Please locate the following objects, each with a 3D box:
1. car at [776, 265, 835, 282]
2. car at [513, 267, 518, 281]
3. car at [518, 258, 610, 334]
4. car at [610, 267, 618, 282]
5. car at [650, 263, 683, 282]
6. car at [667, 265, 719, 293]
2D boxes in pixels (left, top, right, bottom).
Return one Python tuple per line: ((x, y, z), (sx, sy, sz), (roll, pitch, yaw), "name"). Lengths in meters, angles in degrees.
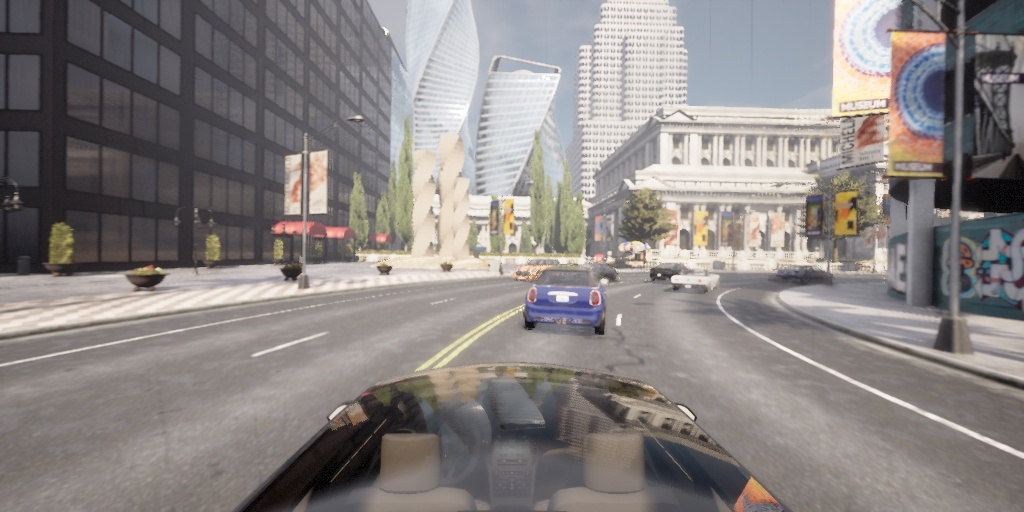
((26.572, 1.565, 32.522), (5.357, 1.411, 2.033), (1, 0, -18), "car")
((2.060, 0.980, 26.995), (2.097, 1.767, 4.553), (1, 1, 38), "car")
((1.810, 1.075, 10.962), (2.097, 1.767, 4.553), (1, 0, 15), "car")
((6.284, 1.266, 26.795), (1.994, 1.385, 4.181), (1, 0, 41), "car")
((12.719, 1.282, 28.212), (5.008, 1.535, 1.882), (1, 0, -43), "car")
((11.218, 1.420, 21.749), (1.895, 1.301, 4.718), (1, 0, 38), "car")
